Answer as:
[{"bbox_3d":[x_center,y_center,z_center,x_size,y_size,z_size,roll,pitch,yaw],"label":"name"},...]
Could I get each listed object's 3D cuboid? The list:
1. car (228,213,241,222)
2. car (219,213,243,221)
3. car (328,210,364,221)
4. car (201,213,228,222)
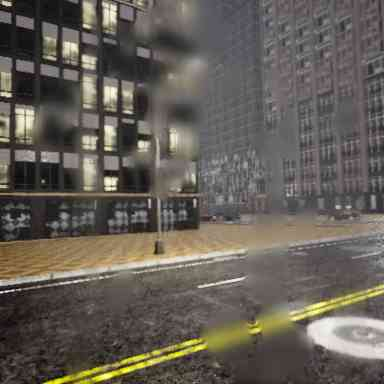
[{"bbox_3d":[5.063,4.041,53.443,1.882,1.535,5.008,1,-4,-32],"label":"car"},{"bbox_3d":[7.120,4.531,60.902,1.947,1.339,4.313,0,-4,-33],"label":"car"},{"bbox_3d":[19.381,2.993,42.016,2.008,1.369,4.403,0,-4,-33],"label":"car"},{"bbox_3d":[3.091,3.951,51.658,1.967,1.590,4.097,0,-4,-33],"label":"car"}]
